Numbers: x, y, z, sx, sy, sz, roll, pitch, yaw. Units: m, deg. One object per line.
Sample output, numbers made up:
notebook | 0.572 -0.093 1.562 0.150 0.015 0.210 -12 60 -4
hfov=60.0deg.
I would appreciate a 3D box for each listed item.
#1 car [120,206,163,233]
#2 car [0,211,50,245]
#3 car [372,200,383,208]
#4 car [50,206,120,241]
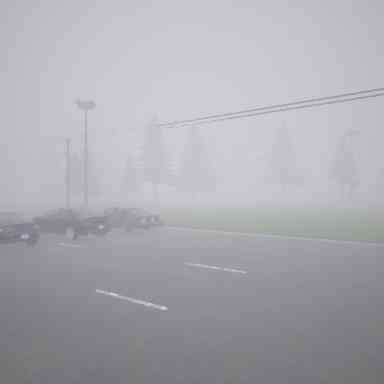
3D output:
car | -4.204 1.560 19.765 5.357 1.411 2.033 0 0 36
car | -8.269 1.530 14.066 4.674 1.442 1.812 0 0 36
car | 28.347 1.600 47.168 5.357 1.411 2.033 0 0 -14
car | -6.236 1.482 16.916 5.008 1.535 1.882 0 0 36
